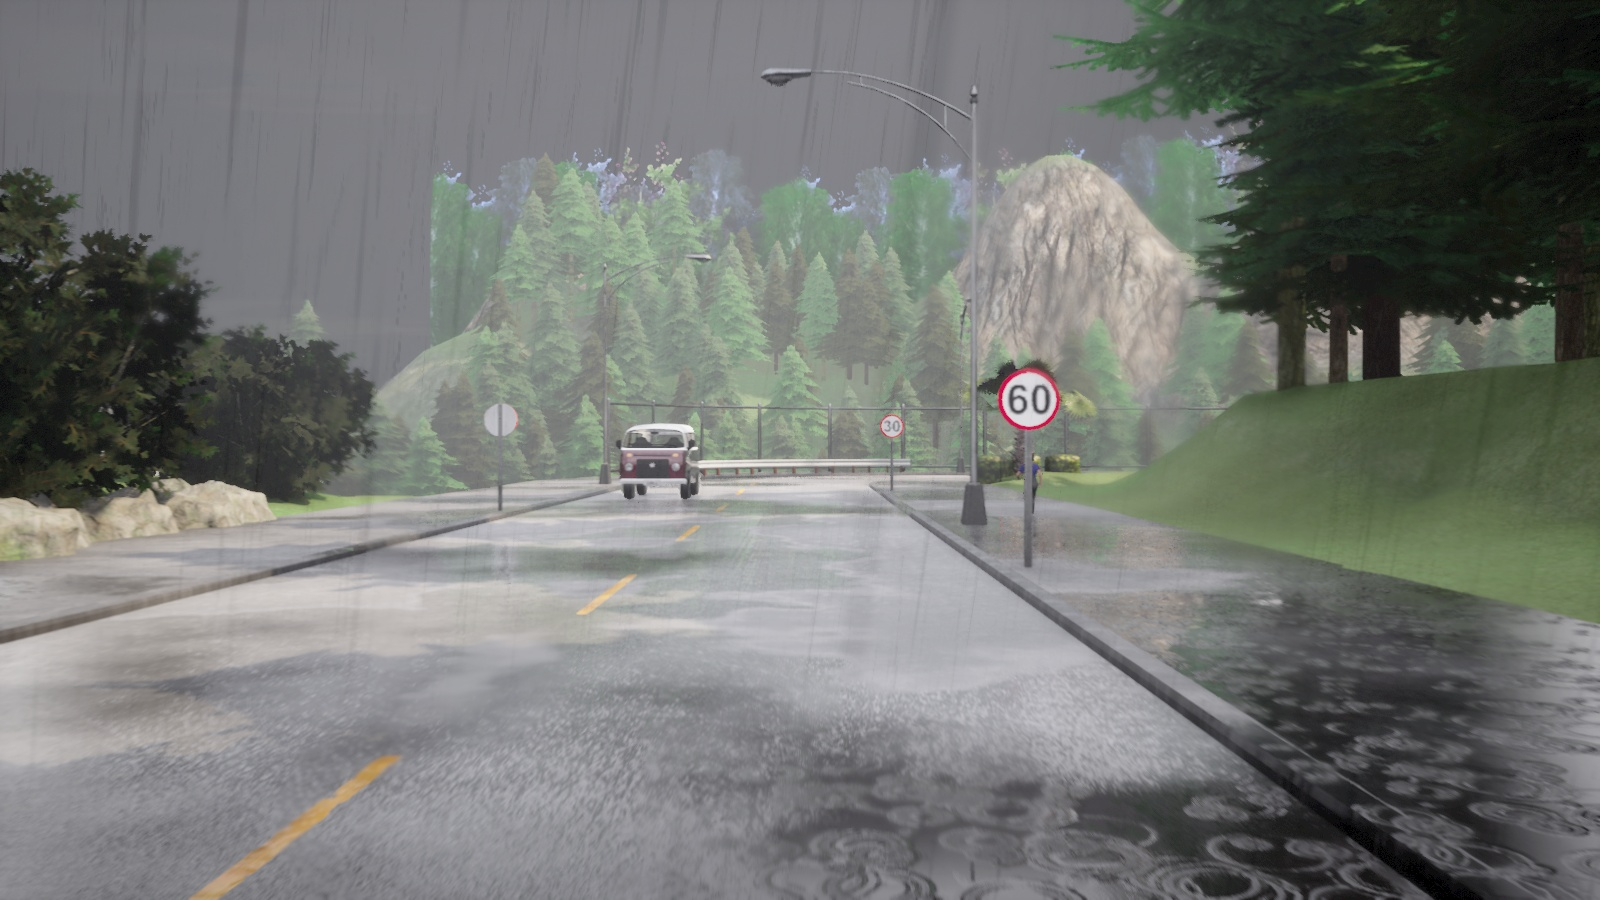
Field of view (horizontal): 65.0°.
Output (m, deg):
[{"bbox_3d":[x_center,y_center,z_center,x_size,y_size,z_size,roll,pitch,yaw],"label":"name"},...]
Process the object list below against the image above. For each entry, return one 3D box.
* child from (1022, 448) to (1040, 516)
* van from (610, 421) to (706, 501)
[{"bbox_3d":[4.347,0.603,23.652,0.270,1.263,0.437,0,0,2],"label":"child"},{"bbox_3d":[-3.787,0.274,34.272,2.069,2.038,4.480,0,0,0],"label":"van"}]
